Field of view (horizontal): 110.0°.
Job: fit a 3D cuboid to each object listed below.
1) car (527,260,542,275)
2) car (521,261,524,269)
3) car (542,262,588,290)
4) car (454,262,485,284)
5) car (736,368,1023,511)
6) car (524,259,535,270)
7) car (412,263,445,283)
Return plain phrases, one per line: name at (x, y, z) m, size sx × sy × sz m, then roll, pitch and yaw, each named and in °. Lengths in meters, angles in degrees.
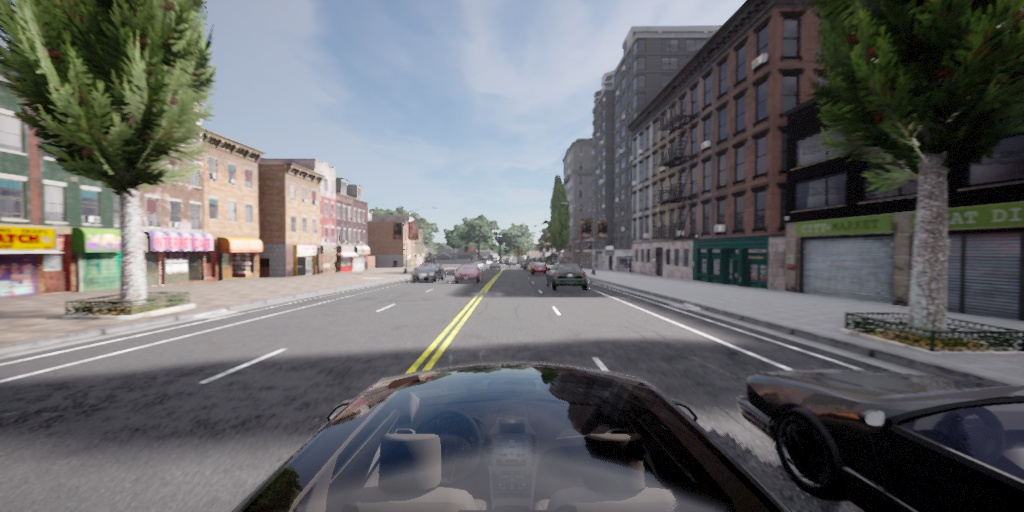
car at (3.241, 1.478, 42.785) m, size 2.163 × 1.488 × 4.792 m, roll 0°, pitch -1°, yaw 0°
car at (3.236, 1.486, 64.800) m, size 2.150 × 2.045 × 5.566 m, roll 0°, pitch -1°, yaw 0°
car at (3.344, 1.144, 22.683) m, size 2.097 × 1.767 × 4.553 m, roll 0°, pitch 0°, yaw 0°
car at (-3.351, 1.355, 28.371) m, size 1.812 × 1.442 × 4.674 m, roll 0°, pitch 0°, yaw 0°
car at (3.350, 1.298, 1.387) m, size 2.033 × 1.411 × 5.357 m, roll 0°, pitch 0°, yaw 0°
car at (3.238, 1.573, 53.951) m, size 1.801 × 1.575 × 5.366 m, roll 0°, pitch -1°, yaw 0°
car at (-6.601, 1.324, 28.762) m, size 2.128 × 1.511 × 4.902 m, roll 0°, pitch 0°, yaw 0°
